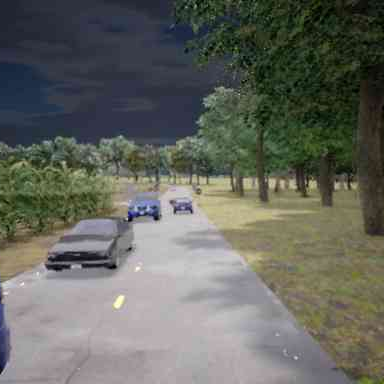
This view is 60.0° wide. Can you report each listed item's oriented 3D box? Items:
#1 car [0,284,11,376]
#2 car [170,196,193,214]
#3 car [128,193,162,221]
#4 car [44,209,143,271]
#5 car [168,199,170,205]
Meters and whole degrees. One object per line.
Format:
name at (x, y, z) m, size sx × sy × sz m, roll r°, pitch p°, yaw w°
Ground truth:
car at (-2.819, 1.282, 1.029) m, size 2.150 × 2.045 × 5.566 m, roll -1°, pitch 0°, yaw -2°
car at (-0.854, 1.268, 32.265) m, size 1.812 × 1.442 × 4.674 m, roll -1°, pitch 1°, yaw -1°
car at (-3.557, 1.095, 25.926) m, size 2.150 × 2.045 × 5.566 m, roll -1°, pitch 1°, yaw -1°
car at (-3.126, 1.560, 11.400) m, size 2.033 × 1.411 × 5.357 m, roll -1°, pitch 0°, yaw -2°
car at (-1.945, 1.188, 45.082) m, size 1.895 × 1.301 × 4.718 m, roll -2°, pitch 1°, yaw -14°
